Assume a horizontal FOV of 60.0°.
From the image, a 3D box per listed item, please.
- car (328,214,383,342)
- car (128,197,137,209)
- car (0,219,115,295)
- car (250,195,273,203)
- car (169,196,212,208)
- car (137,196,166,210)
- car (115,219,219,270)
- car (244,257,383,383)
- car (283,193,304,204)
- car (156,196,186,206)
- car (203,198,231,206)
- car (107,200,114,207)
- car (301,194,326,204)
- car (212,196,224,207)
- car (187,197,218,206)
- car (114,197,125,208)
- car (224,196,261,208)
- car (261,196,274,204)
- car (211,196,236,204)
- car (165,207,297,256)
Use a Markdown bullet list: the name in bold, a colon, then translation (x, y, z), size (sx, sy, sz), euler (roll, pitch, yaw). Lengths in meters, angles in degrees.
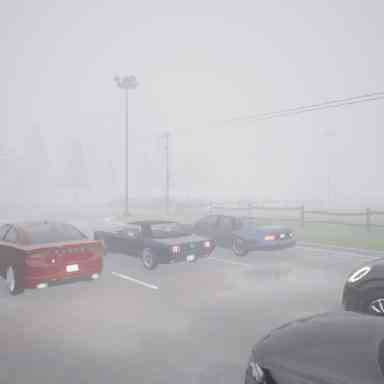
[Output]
- **car**: translation (4.603, 1.353, 4.611), size (2.097, 1.767, 4.553), euler (0, 0, -43)
- **car**: translation (-5.934, 1.547, 45.255), size (5.357, 1.411, 2.033), euler (0, 0, -43)
- **car**: translation (-4.223, 1.478, 8.943), size (1.882, 1.535, 5.008), euler (0, 0, -42)
- **car**: translation (14.233, 1.478, 68.089), size (5.008, 1.535, 1.882), euler (0, 0, -42)
- **car**: translation (-0.281, 1.491, 40.950), size (4.902, 1.511, 2.128), euler (0, 0, -42)
- **car**: translation (-4.171, 1.352, 42.103), size (4.553, 1.767, 2.097), euler (0, 0, -43)
- **car**: translation (-1.531, 1.601, 11.187), size (1.895, 1.301, 4.718), euler (0, 0, -42)
- **car**: translation (2.481, 1.492, 1.749), size (2.128, 1.511, 4.902), euler (0, 0, -43)
- **car**: translation (19.664, 1.223, 63.607), size (5.566, 2.045, 2.150), euler (0, 0, -41)
- **car**: translation (-3.526, 1.477, 56.891), size (5.008, 1.535, 1.882), euler (0, 0, -42)
- **car**: translation (4.169, 1.601, 54.411), size (4.718, 1.301, 1.895), euler (0, 0, -42)
- **car**: translation (-10.554, 1.505, 50.505), size (4.892, 1.490, 1.837), euler (0, 0, -43)
- **car**: translation (22.871, 1.600, 61.791), size (4.718, 1.301, 1.895), euler (0, 0, -42)
- **car**: translation (4.901, 1.525, 50.356), size (4.674, 1.442, 1.812), euler (0, 0, -42)
- **car**: translation (1.865, 1.547, 57.044), size (5.357, 1.411, 2.033), euler (0, 0, -42)
- **car**: translation (-8.272, 1.601, 47.852), size (4.718, 1.301, 1.895), euler (0, 0, -43)
- **car**: translation (7.331, 1.353, 47.840), size (4.553, 1.767, 2.097), euler (0, 0, -42)
- **car**: translation (13.784, 1.525, 63.045), size (4.674, 1.442, 1.812), euler (0, 0, -41)
- **car**: translation (6.173, 1.491, 65.584), size (4.902, 1.511, 2.128), euler (0, 0, -42)
- **car**: translation (1.382, 1.547, 13.187), size (2.033, 1.411, 5.357), euler (0, 0, -43)
